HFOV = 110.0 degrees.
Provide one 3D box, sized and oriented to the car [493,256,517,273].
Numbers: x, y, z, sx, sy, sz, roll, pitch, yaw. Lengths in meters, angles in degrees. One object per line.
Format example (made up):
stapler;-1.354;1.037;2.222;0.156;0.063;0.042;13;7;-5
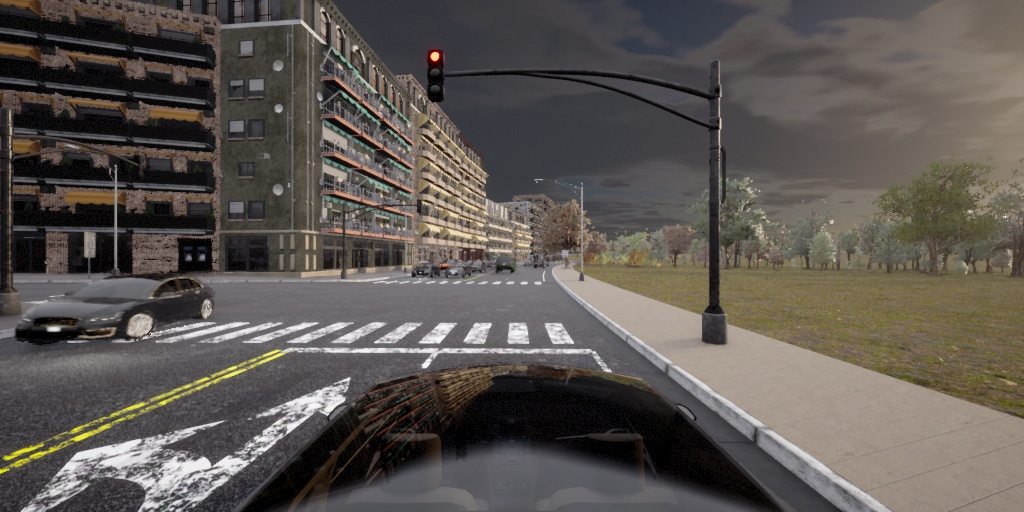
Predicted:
car;-0.657;1.076;45.766;2.150;2.045;5.566;0;0;6

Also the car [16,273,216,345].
car;-10.105;1.266;9.741;1.837;1.490;4.892;3;-1;-16

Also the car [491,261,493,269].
car;-3.216;1.446;53.397;1.994;1.385;4.181;0;0;7

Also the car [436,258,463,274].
car;-7.583;1.195;43.742;2.097;1.767;4.553;0;0;6

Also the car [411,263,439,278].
car;-8.364;1.375;35.322;1.994;1.385;4.181;0;0;5

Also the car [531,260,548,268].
car;5.014;1.448;64.891;1.837;1.490;4.892;0;0;9

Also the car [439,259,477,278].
car;-5.134;1.302;34.951;2.128;1.511;4.902;0;0;5

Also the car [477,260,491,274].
car;-4.271;1.351;44.254;1.837;1.490;4.892;0;0;6
